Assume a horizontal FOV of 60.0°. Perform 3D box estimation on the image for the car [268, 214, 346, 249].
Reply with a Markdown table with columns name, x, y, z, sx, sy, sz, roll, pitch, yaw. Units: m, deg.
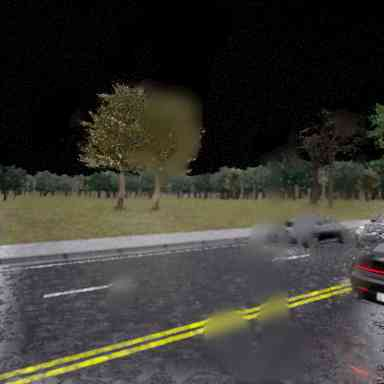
| name | x | y | z | sx | sy | sz | roll | pitch | yaw |
| --- | --- | --- | --- | --- | --- | --- | --- | --- | --- |
| car | 5.472 | 1.729 | 15.410 | 4.181 | 1.385 | 1.994 | 1 | -1 | -35 |

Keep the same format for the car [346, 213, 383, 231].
| name | x | y | z | sx | sy | sz | roll | pitch | yaw |
| --- | --- | --- | --- | --- | --- | --- | --- | --- | --- |
| car | 8.712 | 1.534 | 13.708 | 4.553 | 1.767 | 2.097 | 1 | -1 | -35 |

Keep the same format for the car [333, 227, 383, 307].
| name | x | y | z | sx | sy | sz | roll | pitch | yaw |
| --- | --- | --- | --- | --- | --- | --- | --- | --- | --- |
| car | 5.347 | 1.607 | 7.150 | 4.892 | 1.490 | 1.837 | 0 | 0 | -35 |
